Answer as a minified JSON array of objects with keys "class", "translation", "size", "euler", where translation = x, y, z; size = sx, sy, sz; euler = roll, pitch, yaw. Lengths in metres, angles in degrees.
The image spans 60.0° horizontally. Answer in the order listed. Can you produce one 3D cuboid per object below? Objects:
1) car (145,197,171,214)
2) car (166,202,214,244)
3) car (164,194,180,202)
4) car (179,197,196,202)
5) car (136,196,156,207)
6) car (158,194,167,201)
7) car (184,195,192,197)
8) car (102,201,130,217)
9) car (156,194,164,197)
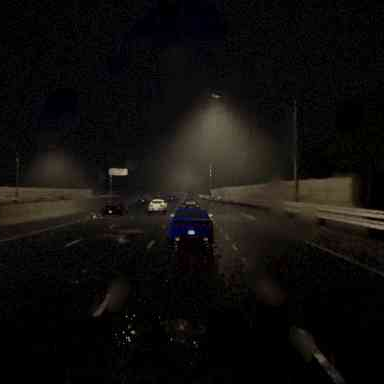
[{"class":"car","translation":[-3.635,1.530,35.989],"size":[1.812,1.442,4.674],"euler":[0,0,0]},{"class":"car","translation":[-0.026,1.484,15.977],"size":[1.882,1.535,5.008],"euler":[0,0,0]},{"class":"car","translation":[-3.975,1.388,67.897],"size":[2.097,1.767,4.553],"euler":[0,0,-1]},{"class":"car","translation":[-0.128,1.568,35.148],"size":[1.994,1.385,4.181],"euler":[0,0,0]},{"class":"car","translation":[-7.271,1.363,51.133],"size":[2.097,1.767,4.553],"euler":[0,0,-1]},{"class":"car","translation":[-7.809,1.446,88.789],"size":[2.097,1.767,4.553],"euler":[0,0,-1]},{"class":"car","translation":[-0.313,1.615,55.164],"size":[1.895,1.301,4.718],"euler":[0,0,-1]},{"class":"car","translation":[-7.102,1.532,31.218],"size":[1.812,1.442,4.674],"euler":[0,0,0]},{"class":"car","translation":[-7.510,1.543,70.407],"size":[1.837,1.490,4.892],"euler":[0,0,-1]}]
